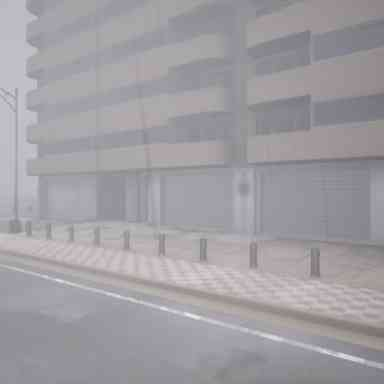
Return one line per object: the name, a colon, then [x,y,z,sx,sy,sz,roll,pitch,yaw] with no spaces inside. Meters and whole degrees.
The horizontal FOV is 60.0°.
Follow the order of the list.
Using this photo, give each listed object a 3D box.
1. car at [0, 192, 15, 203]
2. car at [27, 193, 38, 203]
car: [-46.355,1.207,80.825,1.932,1.855,4.605,0,0,35]
car: [-32.493,1.449,71.162,1.970,1.475,3.806,0,0,35]
